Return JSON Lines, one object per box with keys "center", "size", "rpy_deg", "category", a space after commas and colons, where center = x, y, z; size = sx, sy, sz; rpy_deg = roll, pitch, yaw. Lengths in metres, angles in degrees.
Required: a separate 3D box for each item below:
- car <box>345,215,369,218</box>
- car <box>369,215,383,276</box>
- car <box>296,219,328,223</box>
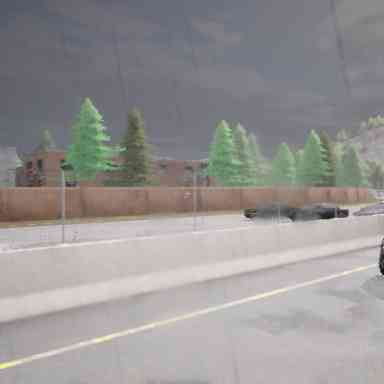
{"center": [12.024, 1.367, 21.165], "size": [4.674, 1.442, 1.812], "rpy_deg": [-1, 0, -36], "category": "car"}
{"center": [6.893, 1.276, 8.663], "size": [4.553, 1.767, 2.097], "rpy_deg": [0, 0, -35], "category": "car"}
{"center": [8.864, 1.451, 23.202], "size": [4.718, 1.301, 1.895], "rpy_deg": [0, 0, -36], "category": "car"}
